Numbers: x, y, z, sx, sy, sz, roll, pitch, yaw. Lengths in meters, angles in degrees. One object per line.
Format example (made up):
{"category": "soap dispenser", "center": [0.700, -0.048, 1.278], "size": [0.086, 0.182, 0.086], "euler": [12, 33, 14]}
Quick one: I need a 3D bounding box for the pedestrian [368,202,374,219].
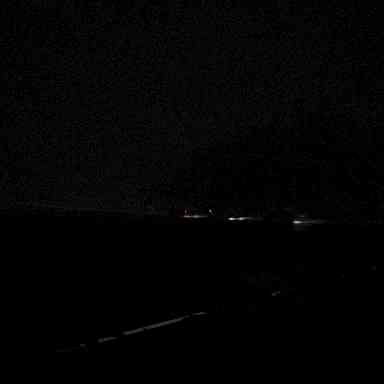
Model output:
{"category": "pedestrian", "center": [18.936, 1.918, 35.302], "size": [0.375, 1.860, 0.375], "euler": [-2, 1, -33]}

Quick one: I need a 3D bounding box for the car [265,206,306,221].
{"category": "car", "center": [9.818, 2.259, 35.353], "size": [1.812, 1.442, 4.674], "euler": [1, -2, -33]}

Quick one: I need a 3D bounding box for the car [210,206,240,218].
{"category": "car", "center": [4.297, 2.581, 43.789], "size": [1.837, 1.490, 4.892], "euler": [1, -2, -33]}

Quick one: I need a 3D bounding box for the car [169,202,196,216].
{"category": "car", "center": [-1.563, 2.645, 52.769], "size": [2.150, 2.045, 5.566], "euler": [1, -2, -33]}

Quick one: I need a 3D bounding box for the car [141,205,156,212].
{"category": "car", "center": [-9.387, 3.569, 71.277], "size": [1.812, 1.442, 4.674], "euler": [1, -2, -33]}
